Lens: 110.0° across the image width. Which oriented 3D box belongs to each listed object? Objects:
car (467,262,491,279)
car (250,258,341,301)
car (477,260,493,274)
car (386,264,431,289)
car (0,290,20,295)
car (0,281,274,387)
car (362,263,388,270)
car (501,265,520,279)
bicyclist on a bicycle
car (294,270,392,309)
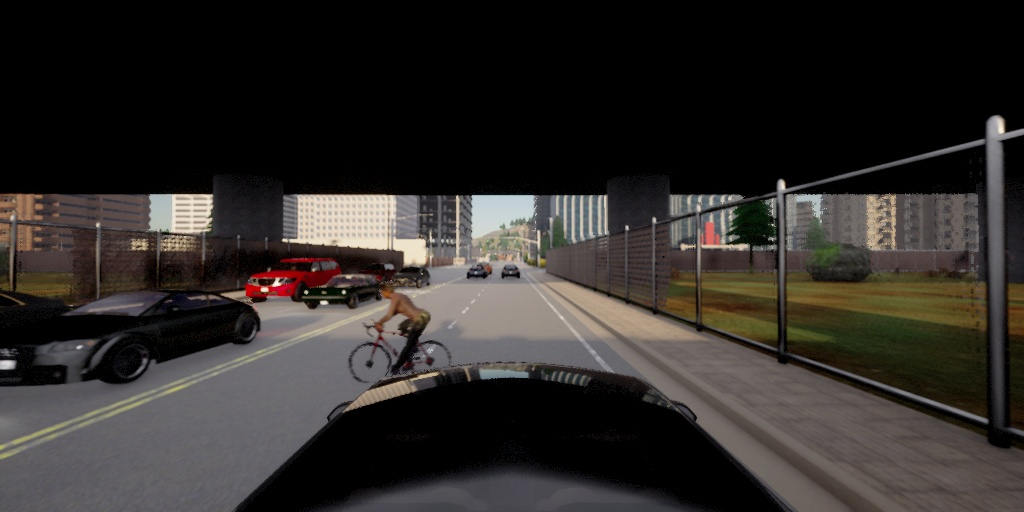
[{"bbox_3d":[-3.625,1.671,38.163,1.994,1.385,4.181,0,-1,0],"label":"car"},{"bbox_3d":[-10.687,1.136,18.206,2.150,2.045,5.566,0,-1,-1],"label":"car"},{"bbox_3d":[-3.702,1.553,47.730,2.097,1.767,4.553,0,-1,0],"label":"car"},{"bbox_3d":[-7.207,1.494,26.020,1.837,1.490,4.892,0,-1,0],"label":"car"},{"bbox_3d":[-10.615,1.297,5.821,1.837,1.490,4.892,0,-1,0],"label":"car"},{"bbox_3d":[-7.119,1.367,7.034,1.994,1.385,4.181,0,-1,0],"label":"car"},{"bbox_3d":[-10.708,1.367,28.585,2.097,1.767,4.553,0,-1,0],"label":"car"},{"bbox_3d":[-0.128,1.675,38.718,1.994,1.385,4.181,0,-1,0],"label":"car"},{"bbox_3d":[-1.803,1.243,5.729,1.656,1.620,0.582,-2,-1,0],"label":"bicyclist on a bicycle"},{"bbox_3d":[-7.173,1.491,15.875,1.895,1.301,4.718,0,-1,0],"label":"car"}]
